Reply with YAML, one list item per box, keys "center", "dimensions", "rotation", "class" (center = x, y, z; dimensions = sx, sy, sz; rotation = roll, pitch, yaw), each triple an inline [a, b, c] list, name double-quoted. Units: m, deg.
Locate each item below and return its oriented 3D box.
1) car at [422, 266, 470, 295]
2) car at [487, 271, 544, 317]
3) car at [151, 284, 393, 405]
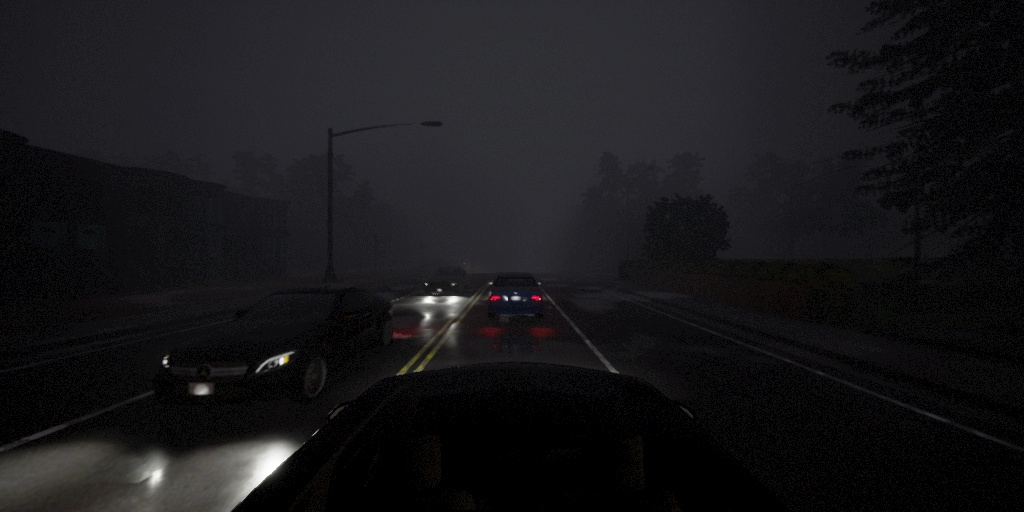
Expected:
- center: [-3.526, 1.289, 20.208]
  dimensions: [2.033, 1.411, 5.357]
  rotation: [0, 0, 1]
  class: "car"
- center: [0.111, 1.294, 13.064]
  dimensions: [2.033, 1.411, 5.357]
  rotation: [0, 0, 0]
  class: "car"
- center: [-3.587, 1.272, 6.469]
  dimensions: [1.812, 1.442, 4.674]
  rotation: [0, 0, 0]
  class: "car"
